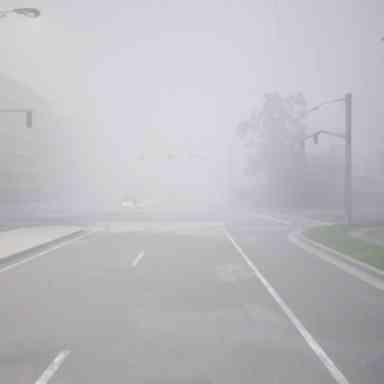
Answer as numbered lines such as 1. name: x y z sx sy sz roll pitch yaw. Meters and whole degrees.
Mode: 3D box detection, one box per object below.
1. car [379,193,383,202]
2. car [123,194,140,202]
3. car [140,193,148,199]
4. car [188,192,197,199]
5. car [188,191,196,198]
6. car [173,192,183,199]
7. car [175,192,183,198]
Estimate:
1. car: 26.480 0.821 48.238 1.970 1.475 3.806 0 0 0
2. car: -11.458 1.037 61.373 2.128 1.511 4.902 0 0 1
3. car: -11.411 0.977 77.058 1.994 1.385 4.181 0 0 0
4. car: 0.091 0.918 78.740 1.837 1.490 4.892 0 0 0
5. car: 0.103 0.667 89.125 2.097 1.767 4.553 0 0 0
6. car: -3.409 0.938 79.161 1.812 1.442 4.674 0 0 0
7. car: -3.397 0.788 89.160 1.882 1.535 5.008 0 0 0
